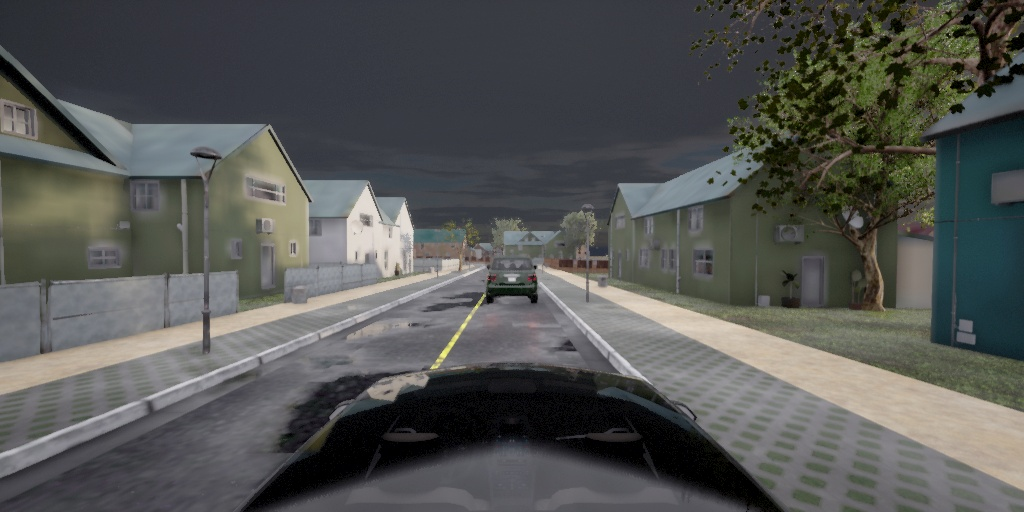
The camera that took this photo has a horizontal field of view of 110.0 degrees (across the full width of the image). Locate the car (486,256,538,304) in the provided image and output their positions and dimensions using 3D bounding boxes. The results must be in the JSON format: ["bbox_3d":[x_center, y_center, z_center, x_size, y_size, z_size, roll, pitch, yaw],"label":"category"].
[{"bbox_3d":[0.000,1.000,16.532,2.150,2.045,5.566,0,0,0],"label":"car"}]
